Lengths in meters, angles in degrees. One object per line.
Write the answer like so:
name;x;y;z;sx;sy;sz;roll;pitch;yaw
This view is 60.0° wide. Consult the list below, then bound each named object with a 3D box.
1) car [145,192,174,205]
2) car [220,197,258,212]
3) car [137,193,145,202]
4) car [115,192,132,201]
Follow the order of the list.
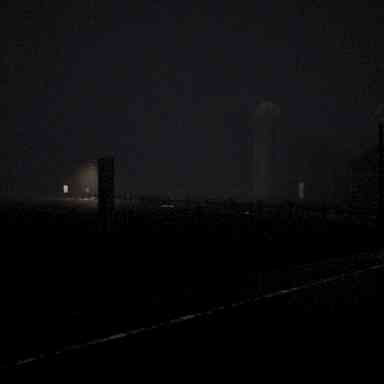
car;-4.460;0.967;48.456;2.097;1.767;4.553;-1;1;-36
car;4.884;1.292;35.497;1.812;1.442;4.674;-1;1;-36
car;-7.842;0.849;58.060;2.097;1.767;4.553;-1;1;-35
car;-13.623;0.752;66.004;2.097;1.767;4.553;-1;1;-36
